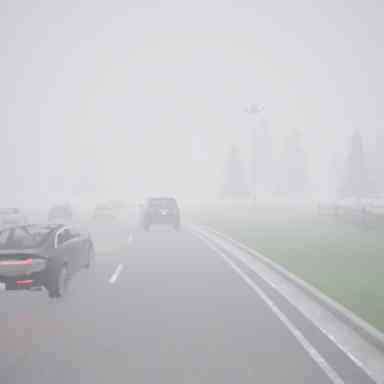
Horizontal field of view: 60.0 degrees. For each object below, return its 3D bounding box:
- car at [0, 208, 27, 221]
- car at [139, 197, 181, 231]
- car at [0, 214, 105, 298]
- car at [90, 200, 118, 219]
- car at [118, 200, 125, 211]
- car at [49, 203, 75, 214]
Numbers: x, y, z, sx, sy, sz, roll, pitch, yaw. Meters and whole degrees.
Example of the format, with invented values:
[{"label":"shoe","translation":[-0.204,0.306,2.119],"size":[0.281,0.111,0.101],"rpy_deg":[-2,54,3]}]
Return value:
[{"label":"car","translation":[-13.693,1.835,24.884],"size":[1.895,1.301,4.718],"rpy_deg":[0,0,-16]},{"label":"car","translation":[-2.185,1.335,21.752],"size":[2.150,2.045,5.566],"rpy_deg":[0,-1,-13]},{"label":"car","translation":[-3.836,1.563,8.584],"size":[2.128,1.511,4.902],"rpy_deg":[0,0,-5]},{"label":"car","translation":[-8.325,1.690,30.892],"size":[1.882,1.535,5.008],"rpy_deg":[0,-1,-18]},{"label":"car","translation":[-10.554,1.799,45.116],"size":[1.837,1.490,4.892],"rpy_deg":[1,-2,-30]},{"label":"car","translation":[-11.540,1.726,29.495],"size":[2.128,1.511,4.902],"rpy_deg":[0,0,-18]}]
